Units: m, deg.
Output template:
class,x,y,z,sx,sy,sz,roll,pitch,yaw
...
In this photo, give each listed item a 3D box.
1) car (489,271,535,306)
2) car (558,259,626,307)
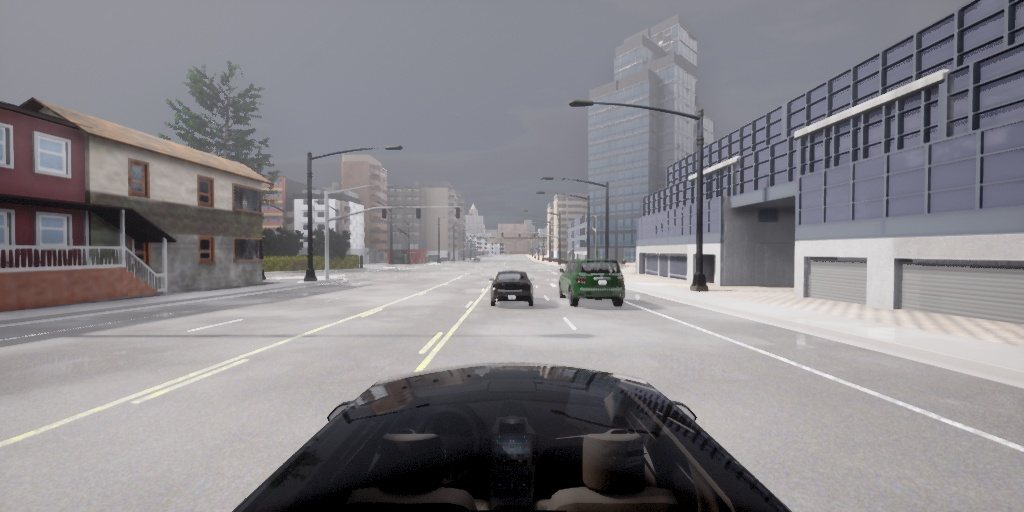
class,x,y,z,sx,sy,sz,roll,pitch,yaw
car,0.000,1.407,16.512,1.837,1.490,4.892,0,-1,0
car,3.500,1.149,16.543,2.150,2.045,5.566,0,-1,0
